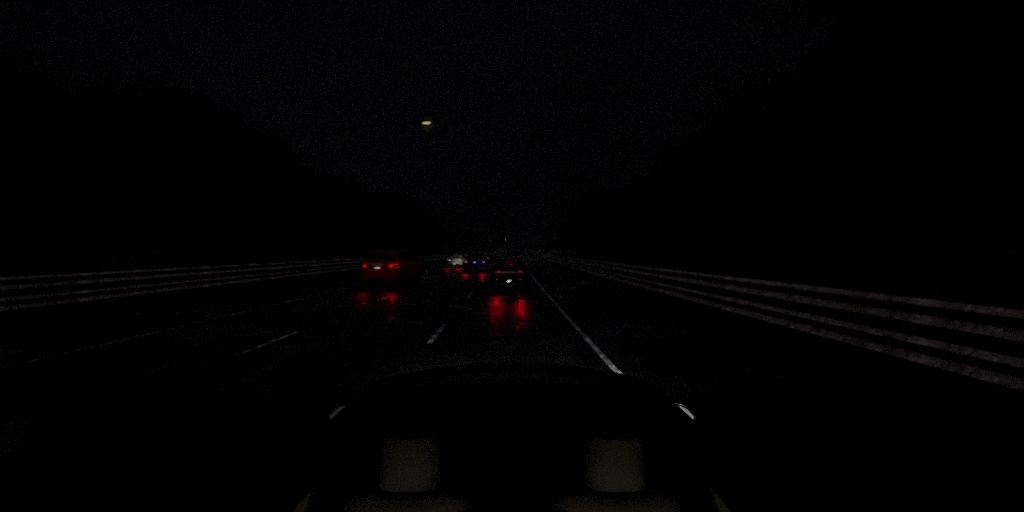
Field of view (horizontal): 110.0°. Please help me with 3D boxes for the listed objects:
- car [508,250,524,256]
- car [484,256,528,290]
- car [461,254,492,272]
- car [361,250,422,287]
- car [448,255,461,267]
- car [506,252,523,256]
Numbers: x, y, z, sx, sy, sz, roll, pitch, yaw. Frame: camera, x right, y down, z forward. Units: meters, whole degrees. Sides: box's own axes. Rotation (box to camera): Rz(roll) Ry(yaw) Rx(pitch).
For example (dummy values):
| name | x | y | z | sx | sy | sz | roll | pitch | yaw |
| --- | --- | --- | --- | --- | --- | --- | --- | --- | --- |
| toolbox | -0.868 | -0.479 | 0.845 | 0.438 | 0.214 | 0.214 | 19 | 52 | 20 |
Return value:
| name | x | y | z | sx | sy | sz | roll | pitch | yaw |
| --- | --- | --- | --- | --- | --- | --- | --- | --- | --- |
| car | 0.331 | 0.190 | 53.591 | 2.150 | 2.045 | 5.566 | 0 | 1 | 2 |
| car | -0.145 | 0.960 | 19.588 | 2.128 | 1.511 | 4.902 | 0 | 1 | 0 |
| car | -3.460 | 0.592 | 35.852 | 2.097 | 1.767 | 4.553 | 0 | 1 | 1 |
| car | -7.083 | 0.671 | 21.546 | 2.150 | 2.045 | 5.566 | 0 | 1 | 0 |
| car | -6.810 | 0.631 | 45.057 | 1.812 | 1.442 | 4.674 | 0 | 1 | 1 |
| car | -0.035 | 0.687 | 37.623 | 1.882 | 1.535 | 5.008 | 0 | 1 | 1 |
